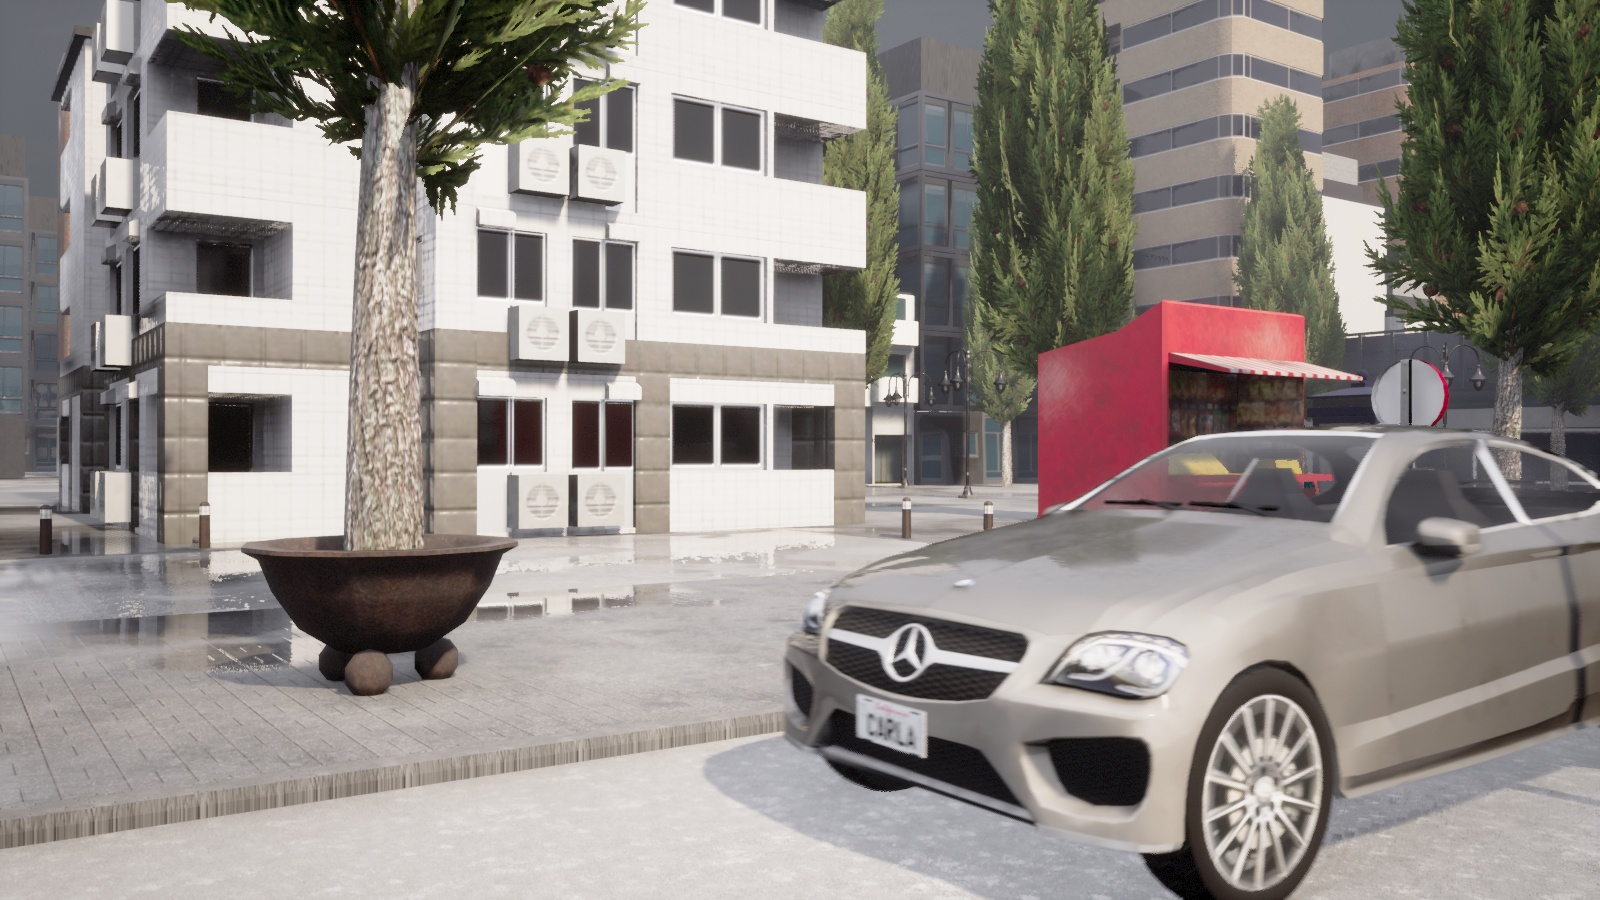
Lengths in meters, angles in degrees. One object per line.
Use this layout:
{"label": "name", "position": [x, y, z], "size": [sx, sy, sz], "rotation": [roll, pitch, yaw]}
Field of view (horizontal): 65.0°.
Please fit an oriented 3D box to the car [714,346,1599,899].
{"label": "car", "position": [2.314, 0.533, 5.890], "size": [5.027, 1.651, 2.152], "rotation": [0, 0, -35]}
